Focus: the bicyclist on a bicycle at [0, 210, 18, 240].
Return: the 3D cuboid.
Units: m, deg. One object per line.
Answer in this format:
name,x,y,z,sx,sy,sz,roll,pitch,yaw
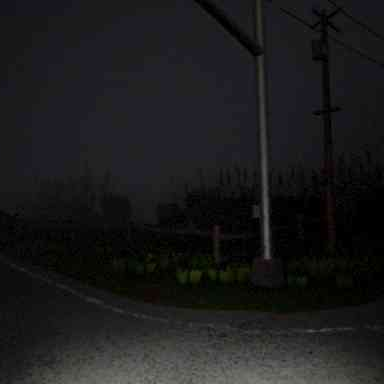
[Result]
bicyclist on a bicycle,-9.771,1.752,17.389,1.656,1.620,0.582,-2,0,-44
